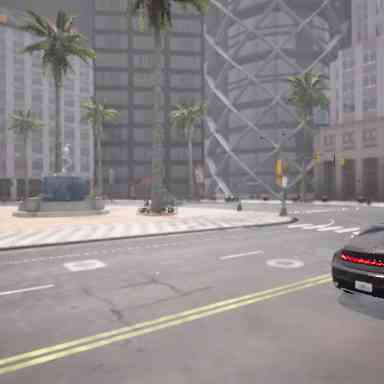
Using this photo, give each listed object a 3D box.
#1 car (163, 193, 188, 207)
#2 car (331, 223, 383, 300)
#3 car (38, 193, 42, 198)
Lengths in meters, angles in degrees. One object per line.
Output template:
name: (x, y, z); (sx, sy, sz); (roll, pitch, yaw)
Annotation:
car: (-3.208, 1.294, 47.685); (4.902, 1.511, 2.128); (0, 0, 29)
car: (5.076, 1.439, 7.397); (4.892, 1.490, 1.837); (0, 0, -35)
car: (-21.245, 1.218, 51.976); (5.566, 2.045, 2.150); (0, 0, -4)
